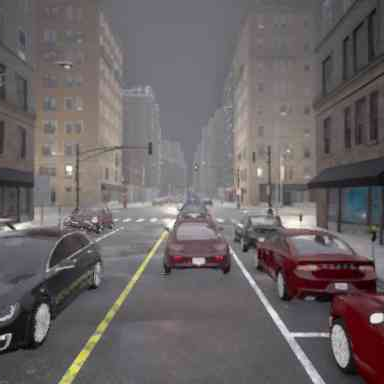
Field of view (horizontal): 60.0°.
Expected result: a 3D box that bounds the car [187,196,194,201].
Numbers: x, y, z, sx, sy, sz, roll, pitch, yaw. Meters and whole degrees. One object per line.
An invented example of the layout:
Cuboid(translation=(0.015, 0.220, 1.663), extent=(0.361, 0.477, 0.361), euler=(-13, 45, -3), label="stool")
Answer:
Cuboid(translation=(-0.352, 1.844, 92.598), extent=(1.994, 1.385, 4.181), euler=(0, 0, 0), label="car")

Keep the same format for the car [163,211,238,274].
Cuboid(translation=(0.081, 1.545, 10.485), extent=(1.812, 1.442, 4.674), euler=(0, 0, -2), label="car")

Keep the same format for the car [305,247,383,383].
Cuboid(translation=(2.678, 1.549, 2.719), extent=(1.887, 1.381, 4.507), euler=(0, 0, 0), label="car")

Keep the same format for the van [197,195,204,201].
Cuboid(translation=(2.336, 1.622, 90.671), extent=(1.690, 1.788, 3.998), euler=(0, 0, 0), label="van")

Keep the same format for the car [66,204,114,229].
Cuboid(translation=(-5.828, 1.476, 19.200), extent=(1.967, 1.590, 4.097), euler=(0, 0, 0), label="car")

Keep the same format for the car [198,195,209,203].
Cuboid(translation=(2.473, 1.514, 74.150), extent=(2.192, 1.841, 5.009), euler=(0, 0, 0), label="car")

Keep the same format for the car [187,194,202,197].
Cuboid(translation=(0.043, 1.354, 56.781), extent=(2.150, 2.045, 5.566), euler=(0, 0, 0), label="car")

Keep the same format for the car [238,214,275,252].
Cuboid(translation=(2.690, 1.575, 13.702), extent=(2.008, 1.369, 4.403), euler=(0, 0, 0), label="car")

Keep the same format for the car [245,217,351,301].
Cuboid(translation=(2.684, 1.559, 8.210), extent=(1.887, 1.381, 4.507), euler=(0, 0, 0), label="car")

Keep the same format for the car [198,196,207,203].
Cuboid(translation=(2.426, 1.665, 79.657), extent=(1.967, 1.590, 4.097), euler=(0, 0, 0), label="car")

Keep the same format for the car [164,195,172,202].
Cuboid(translation=(-6.144, 1.691, 85.101), extent=(1.967, 1.590, 4.097), euler=(0, 0, 0), label="car")

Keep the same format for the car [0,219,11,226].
Cuboid(translation=(-5.841, 1.455, 8.213), extent=(1.967, 1.590, 4.097), euler=(0, 0, 0), label="car")

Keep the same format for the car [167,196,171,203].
Cuboid(translation=(-6.008, 1.720, 68.577), extent=(1.887, 1.381, 4.507), euler=(0, 0, 0), label="car")

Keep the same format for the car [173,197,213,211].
Cuboid(translation=(0.121, 1.390, 20.552), extent=(2.097, 1.767, 4.553), euler=(0, 0, 0), label="car")

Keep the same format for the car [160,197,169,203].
Cuboid(translation=(-6.054, 1.781, 74.085), extent=(1.802, 1.307, 4.206), euler=(0, 0, 0), label="car")

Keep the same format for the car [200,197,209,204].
Cuboid(translation=(2.516, 1.702, 68.812), extent=(1.752, 1.417, 4.829), euler=(0, 0, 0), label="car")

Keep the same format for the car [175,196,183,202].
Cuboid(translation=(-3.295, 1.801, 85.651), extent=(1.994, 1.385, 4.181), euler=(0, 0, 0), label="car")

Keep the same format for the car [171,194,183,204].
Cuboid(translation=(-3.167, 1.537, 70.090), extent=(2.097, 1.767, 4.553), euler=(0, 0, 0), label="car")

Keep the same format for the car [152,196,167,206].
Cuboid(translation=(-5.917, 1.685, 57.562), extent=(2.008, 1.369, 4.403), euler=(0, 0, 0), label="car")

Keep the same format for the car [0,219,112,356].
Cuboid(translation=(-3.088, 1.516, 6.329), extent=(1.837, 1.490, 4.892), euler=(0, 0, 0), label="car")

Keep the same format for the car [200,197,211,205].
Cuboid(translation=(2.563, 1.720, 63.135), extent=(1.947, 1.339, 4.313), euler=(0, 0, 0), label="car")

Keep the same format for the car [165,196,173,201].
Cuboid(translation=(-6.190, 1.862, 90.608), extent=(1.802, 1.307, 4.206), euler=(0, 0, 0), label="car")

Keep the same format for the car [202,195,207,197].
Cuboid(translation=(2.608, 1.680, 57.628), extent=(1.887, 1.381, 4.507), euler=(0, 0, 0), label="car")
